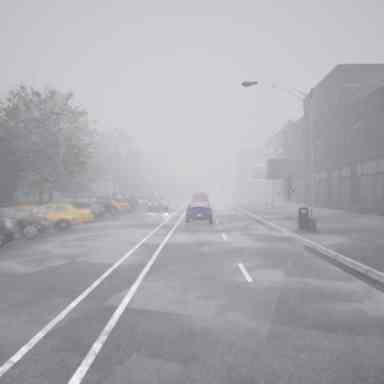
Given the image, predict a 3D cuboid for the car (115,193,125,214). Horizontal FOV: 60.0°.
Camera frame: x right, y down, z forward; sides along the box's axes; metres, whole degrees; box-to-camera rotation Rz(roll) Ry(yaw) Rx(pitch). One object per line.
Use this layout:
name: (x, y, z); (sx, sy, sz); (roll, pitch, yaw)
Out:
car: (-8.866, 1.266, 30.748); (4.553, 1.767, 2.185); (-1, 0, -18)

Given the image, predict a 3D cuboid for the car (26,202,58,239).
car: (-9.262, 1.460, 15.933); (4.892, 1.521, 2.231); (-1, 0, -19)

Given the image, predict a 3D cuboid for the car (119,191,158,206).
car: (-8.256, 0.984, 51.451); (5.566, 2.045, 2.435); (-1, 1, -18)

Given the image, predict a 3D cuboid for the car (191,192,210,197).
car: (1.070, 1.038, 42.957); (2.150, 2.045, 5.566); (0, 0, 2)

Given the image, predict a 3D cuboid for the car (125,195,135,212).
car: (-8.758, 1.373, 33.722); (5.008, 1.535, 2.097); (-1, 0, -18)

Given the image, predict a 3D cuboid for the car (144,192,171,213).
car: (-3.485, 1.225, 35.720); (2.097, 1.767, 4.553); (0, 0, 2)

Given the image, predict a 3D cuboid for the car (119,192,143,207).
car: (-8.695, 1.102, 36.664); (5.566, 2.045, 2.435); (-1, 1, -18)

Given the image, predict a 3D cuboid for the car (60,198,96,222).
car: (-9.274, 1.437, 21.814); (5.366, 1.575, 1.946); (-1, 1, -19)

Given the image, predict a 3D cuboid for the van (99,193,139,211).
van: (-8.687, 1.107, 39.591); (4.442, 1.987, 1.878); (-1, 1, -18)

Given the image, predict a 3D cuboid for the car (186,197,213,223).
car: (0.558, 1.412, 25.098); (1.882, 1.535, 5.008); (0, 0, 2)

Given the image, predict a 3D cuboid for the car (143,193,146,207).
car: (-8.237, 1.278, 45.625); (5.366, 1.575, 1.946); (-1, 0, -18)

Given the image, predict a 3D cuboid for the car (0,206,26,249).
car: (-9.291, 1.341, 12.969); (4.553, 1.767, 2.185); (-1, 0, -19)

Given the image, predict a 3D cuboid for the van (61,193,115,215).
van: (-9.032, 1.184, 27.753); (4.442, 1.987, 1.878); (-1, 1, -18)

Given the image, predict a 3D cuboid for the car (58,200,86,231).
car: (-9.005, 1.444, 18.964); (5.366, 1.575, 1.946); (-1, 0, -19)

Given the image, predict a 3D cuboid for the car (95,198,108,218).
car: (-9.035, 1.454, 24.824); (4.792, 1.488, 2.163); (-1, 1, -18)
